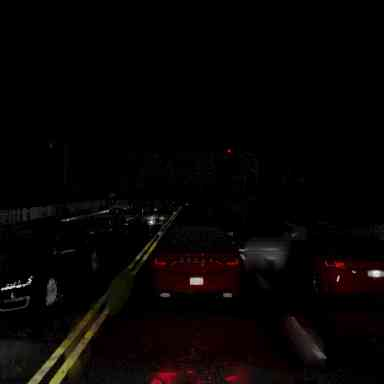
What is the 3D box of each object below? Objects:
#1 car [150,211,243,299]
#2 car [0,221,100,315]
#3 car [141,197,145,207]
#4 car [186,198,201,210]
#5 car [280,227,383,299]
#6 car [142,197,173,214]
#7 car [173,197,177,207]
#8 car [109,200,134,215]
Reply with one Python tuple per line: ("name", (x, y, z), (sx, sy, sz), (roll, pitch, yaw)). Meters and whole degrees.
("car", (0.100, 1.477, 8.540), (1.882, 1.535, 5.008), (0, 0, 0))
("car", (-3.584, 1.504, 7.814), (1.837, 1.490, 4.892), (0, 0, 0))
("car", (-6.888, 1.527, 52.381), (2.128, 1.511, 4.902), (0, 0, 0))
("car", (0.194, 1.546, 43.535), (2.033, 1.411, 5.357), (0, 0, 0))
("car", (3.639, 1.564, 8.491), (1.994, 1.385, 4.181), (0, 0, 1))
("car", (-3.520, 1.490, 34.834), (2.128, 1.511, 4.902), (0, 0, 0))
("car", (-3.388, 1.499, 52.374), (1.837, 1.490, 4.892), (0, 0, 0))
("car", (-7.013, 1.525, 33.428), (1.812, 1.442, 4.674), (0, 0, 0))
